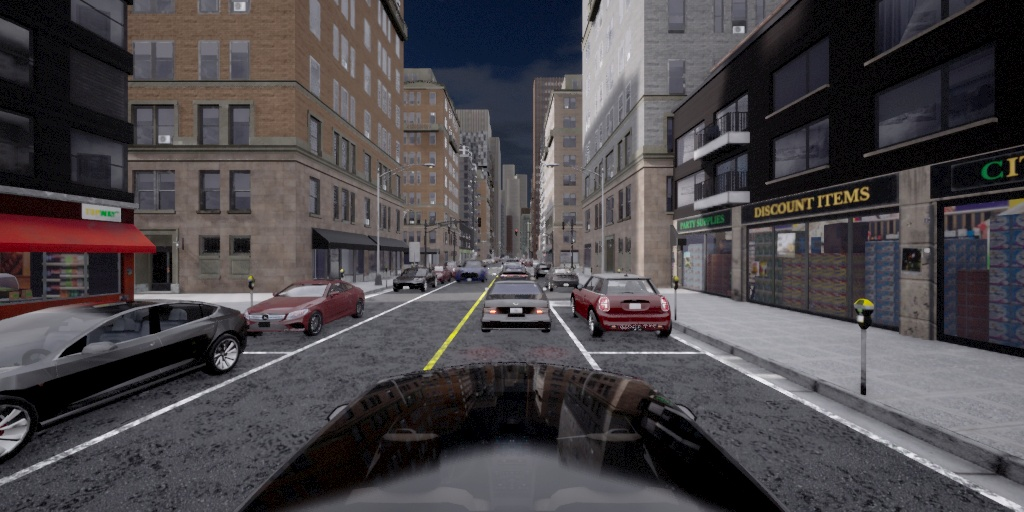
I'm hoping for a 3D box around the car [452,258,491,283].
[{"bbox_3d":[-3.007,1.103,27.665,2.097,1.767,4.553,0,0,1],"label":"car"}]

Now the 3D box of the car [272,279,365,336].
[{"bbox_3d":[-5.656,1.332,10.288,1.802,1.307,4.207,0,0,0],"label":"car"}]

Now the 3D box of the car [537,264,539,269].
[{"bbox_3d":[2.911,1.319,32.277,1.948,1.339,4.313,0,0,0],"label":"car"}]

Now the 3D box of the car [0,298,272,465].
[{"bbox_3d":[-5.666,1.315,4.787,1.948,1.339,4.313,0,0,0],"label":"car"}]

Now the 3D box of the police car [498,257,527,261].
[{"bbox_3d":[0.051,1.178,31.286,1.930,1.638,5.238,0,0,0],"label":"police car"}]

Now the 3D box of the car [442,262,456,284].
[{"bbox_3d":[-5.625,1.334,26.792,1.802,1.307,4.207,0,0,0],"label":"car"}]

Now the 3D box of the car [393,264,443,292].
[{"bbox_3d":[-5.635,1.316,21.291,1.948,1.339,4.313,0,0,0],"label":"car"}]

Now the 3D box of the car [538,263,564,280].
[{"bbox_3d":[2.890,1.301,21.275,2.007,1.370,4.403,0,0,0],"label":"car"}]

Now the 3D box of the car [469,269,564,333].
[{"bbox_3d":[0.111,1.297,10.743,2.033,1.411,5.357,0,0,0],"label":"car"}]

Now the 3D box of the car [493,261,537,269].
[{"bbox_3d":[0.132,1.242,21.266,2.128,1.511,4.902,0,0,0],"label":"car"}]

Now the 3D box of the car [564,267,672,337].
[{"bbox_3d":[2.870,1.190,10.272,1.967,1.591,4.097,0,0,0],"label":"car"}]
